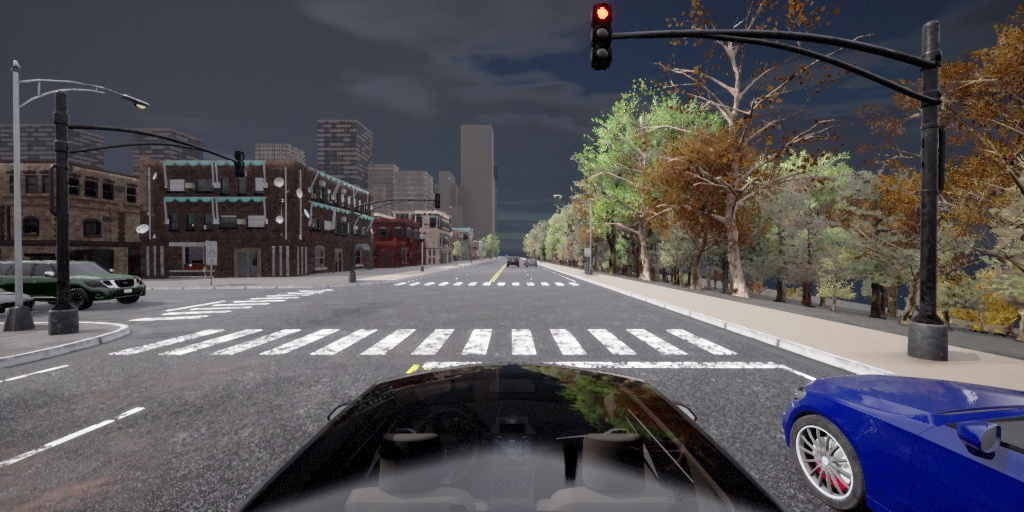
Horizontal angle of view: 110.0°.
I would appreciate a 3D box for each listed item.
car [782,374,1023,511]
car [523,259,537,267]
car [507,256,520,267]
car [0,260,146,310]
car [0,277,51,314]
[{"bbox_3d":[3.346,1.276,1.324,1.812,1.442,4.674,0,0,2],"label":"car"},{"bbox_3d":[3.466,1.218,63.868,2.128,1.511,4.902,0,0,0],"label":"car"},{"bbox_3d":[0.214,0.948,63.707,2.150,2.045,5.566,0,0,1],"label":"car"},{"bbox_3d":[-19.312,1.186,15.465,5.566,2.045,2.150,-1,1,0],"label":"car"},{"bbox_3d":[-19.927,1.565,12.764,4.313,1.339,1.948,0,0,0],"label":"car"}]
